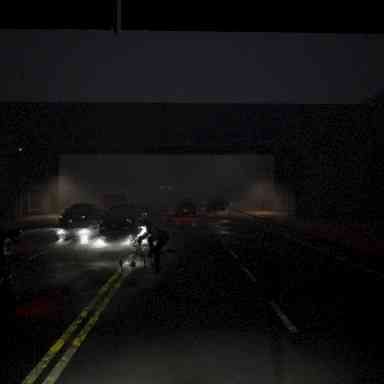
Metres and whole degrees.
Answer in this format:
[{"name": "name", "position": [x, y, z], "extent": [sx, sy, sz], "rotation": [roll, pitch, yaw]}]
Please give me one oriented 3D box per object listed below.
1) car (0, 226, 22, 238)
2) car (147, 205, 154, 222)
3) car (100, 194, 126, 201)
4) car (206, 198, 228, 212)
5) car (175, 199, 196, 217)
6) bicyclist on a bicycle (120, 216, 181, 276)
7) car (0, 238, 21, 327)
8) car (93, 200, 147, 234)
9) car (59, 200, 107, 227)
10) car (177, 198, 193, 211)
[{"name": "car", "position": [-7.316, 1.601, 10.314], "extent": [1.895, 1.301, 4.718], "rotation": [0, 0, -1]}, {"name": "car", "position": [-4.080, 1.653, 25.832], "extent": [1.895, 1.301, 4.718], "rotation": [0, 0, -1]}, {"name": "car", "position": [-7.822, 1.221, 33.357], "extent": [2.150, 2.045, 5.566], "rotation": [0, 0, -2]}, {"name": "car", "position": [2.714, 1.478, 38.966], "extent": [1.882, 1.535, 5.008], "rotation": [0, 0, -1]}, {"name": "car", "position": [-0.611, 1.478, 31.395], "extent": [1.882, 1.535, 5.008], "rotation": [0, 0, -1]}, {"name": "bicyclist on a bicycle", "position": [-1.119, 1.455, 8.927], "extent": [1.656, 1.620, 0.582], "rotation": [-2, 0, -1]}, {"name": "car", "position": [-3.642, 1.547, 3.022], "extent": [2.033, 1.411, 5.357], "rotation": [0, 0, -1]}, {"name": "car", "position": [-4.028, 1.477, 19.480], "extent": [1.882, 1.535, 5.008], "rotation": [0, 0, -1]}, {"name": "car", "position": [-7.543, 1.525, 22.890], "extent": [1.812, 1.442, 4.674], "rotation": [0, 0, -1]}, {"name": "car", "position": [-0.847, 1.526, 40.722], "extent": [1.812, 1.442, 4.674], "rotation": [0, 0, -2]}]
